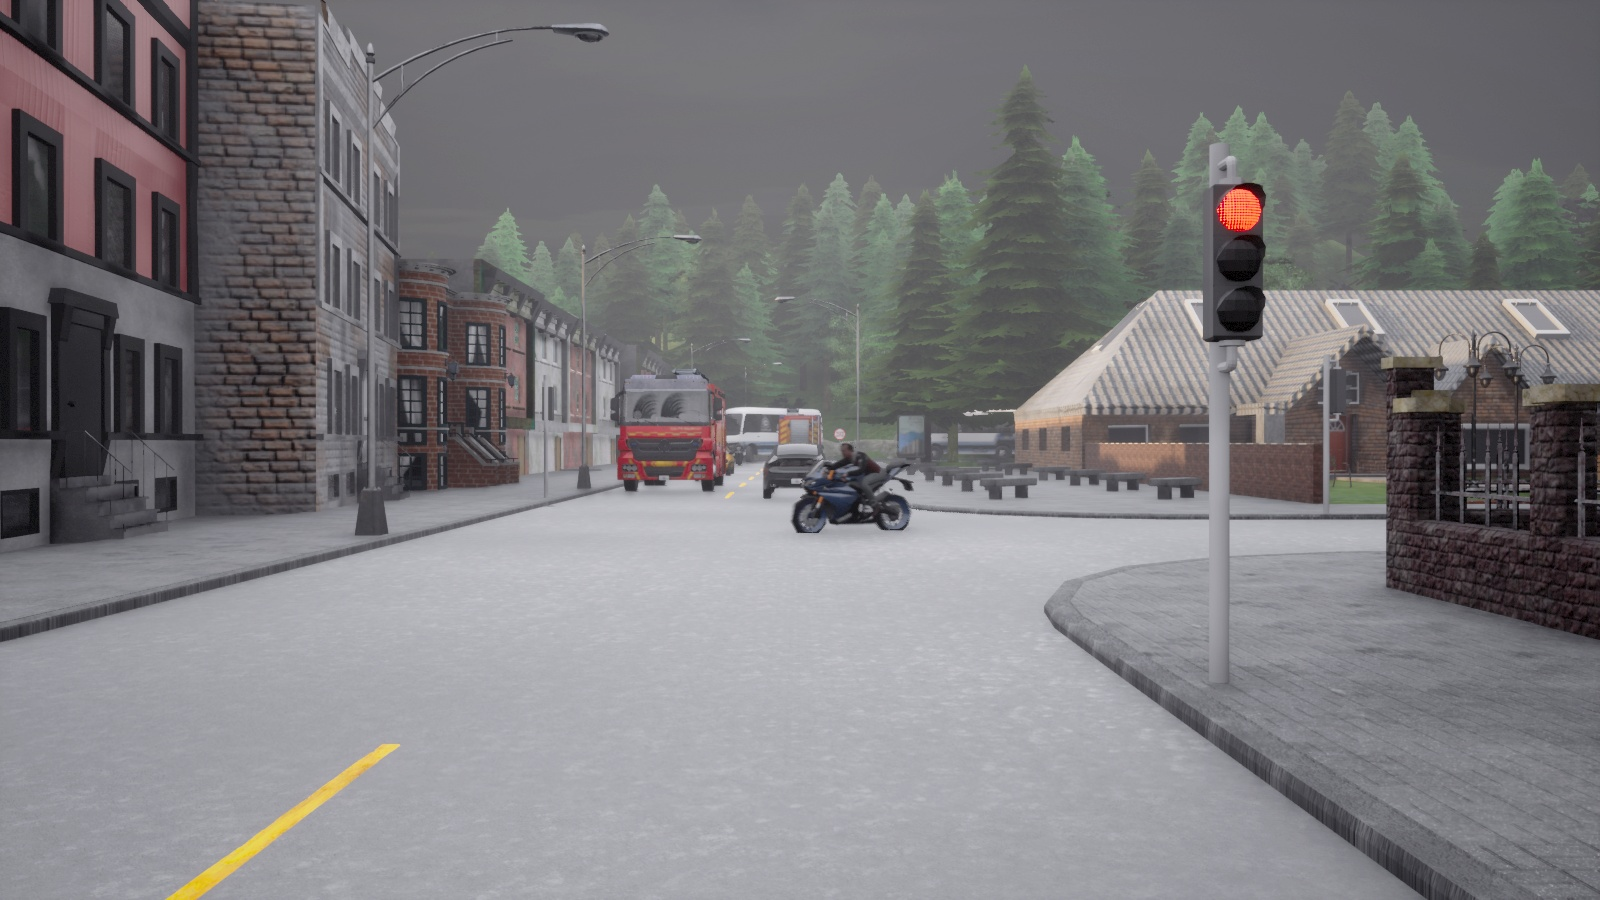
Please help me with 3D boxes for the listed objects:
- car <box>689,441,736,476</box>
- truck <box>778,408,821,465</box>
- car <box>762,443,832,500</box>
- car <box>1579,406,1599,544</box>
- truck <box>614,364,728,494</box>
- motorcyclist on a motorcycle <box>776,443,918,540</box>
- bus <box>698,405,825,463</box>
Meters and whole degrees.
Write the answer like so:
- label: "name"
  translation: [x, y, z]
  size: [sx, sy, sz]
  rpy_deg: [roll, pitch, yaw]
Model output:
- label: "car"
  translation: [-4.050, 0.350, 58.914]
  size: [1.801, 1.575, 5.366]
  rpy_deg: [0, 0, 0]
- label: "truck"
  translation: [-0.025, -0.915, 88.048]
  size: [2.891, 3.827, 8.468]
  rpy_deg: [0, 0, 0]
- label: "car"
  translation: [-0.066, 0.551, 35.410]
  size: [1.837, 1.490, 4.892]
  rpy_deg: [0, 0, 0]
- label: "car"
  translation: [14.694, 0.375, 18.153]
  size: [5.566, 2.045, 2.150]
  rpy_deg: [0, 0, -1]
- label: "truck"
  translation: [-4.048, -0.654, 41.252]
  size: [2.891, 3.827, 8.468]
  rpy_deg: [0, 0, 0]
- label: "motorcyclist on a motorcycle"
  translation: [0.783, 0.664, 20.904]
  size: [2.191, 1.530, 0.866]
  rpy_deg: [0, 2, -25]
- label: "bus"
  translation: [-2.885, -1.184, 97.900]
  size: [3.944, 4.253, 10.273]
  rpy_deg: [-1, 0, 41]
